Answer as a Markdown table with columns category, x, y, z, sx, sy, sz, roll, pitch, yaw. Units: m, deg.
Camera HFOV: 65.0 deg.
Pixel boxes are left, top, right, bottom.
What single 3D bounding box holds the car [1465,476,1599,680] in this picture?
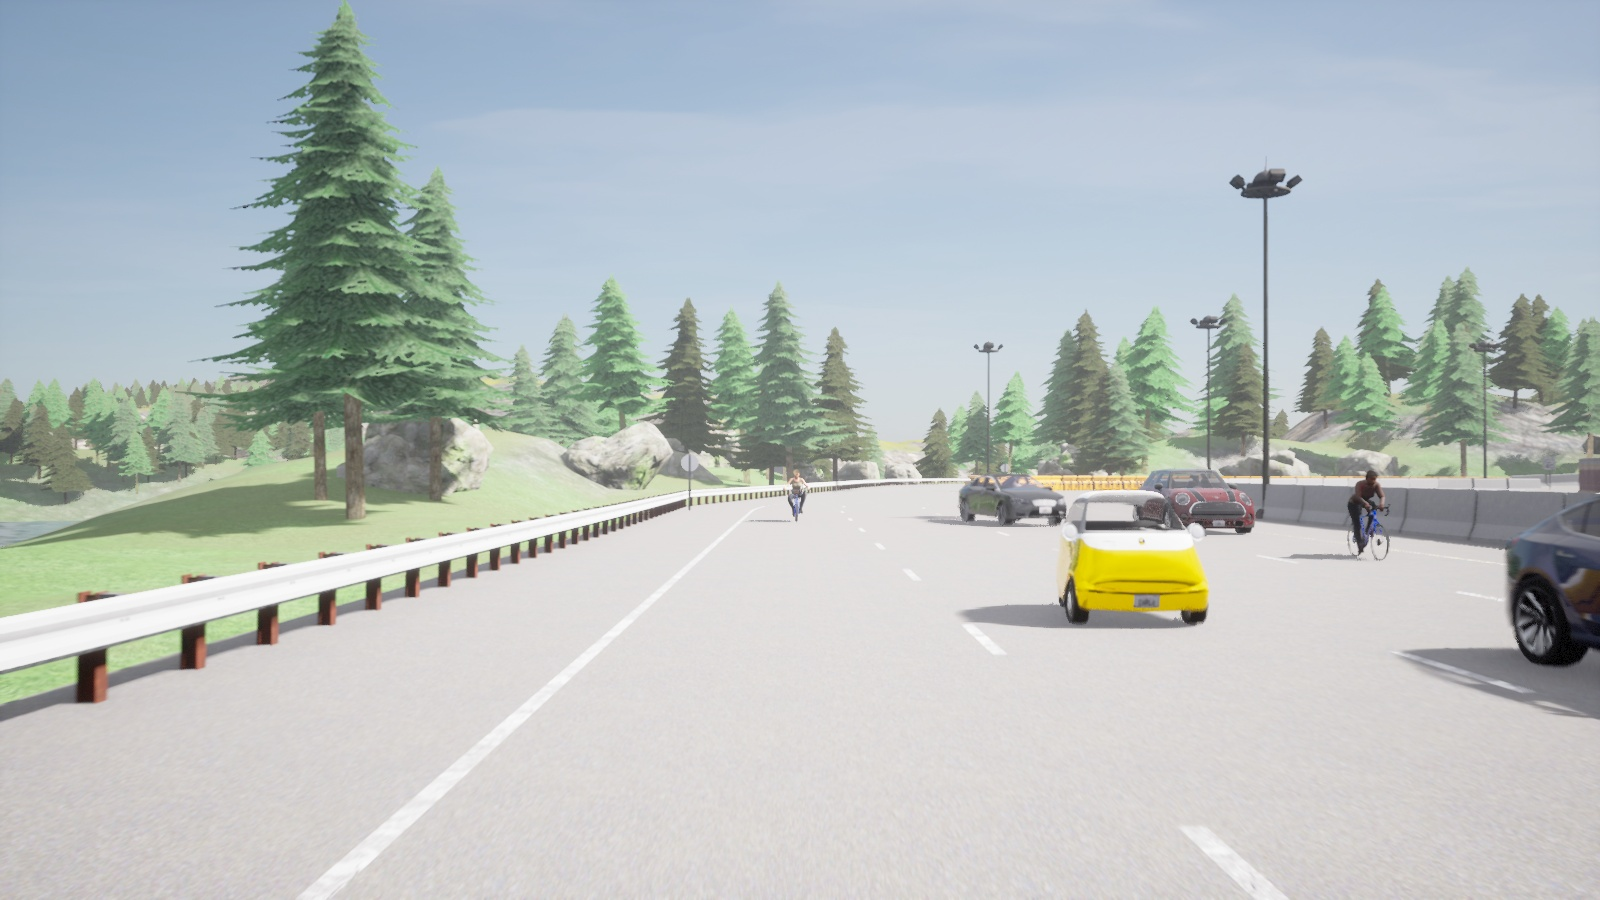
| category | x | y | z | sx | sy | sz | roll | pitch | yaw |
| --- | --- | --- | --- | --- | --- | --- | --- | --- | --- |
| car | 6.979 | 0.935 | 8.710 | 2.163 | 1.488 | 4.792 | 0 | -1 | 0 |

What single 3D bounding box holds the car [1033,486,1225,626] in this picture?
| category | x | y | z | sx | sy | sz | roll | pitch | yaw |
| --- | --- | --- | --- | --- | --- | --- | --- | --- | --- |
| car | 3.468 | 1.085 | 13.570 | 1.481 | 1.376 | 2.207 | 0 | -2 | 0 |

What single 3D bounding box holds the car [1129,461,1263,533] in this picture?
| category | x | y | z | sx | sy | sz | roll | pitch | yaw |
| --- | --- | --- | --- | --- | --- | --- | --- | --- | --- |
| car | 10.418 | 1.198 | 33.420 | 2.097 | 1.767 | 4.553 | 0 | -1 | 0 |

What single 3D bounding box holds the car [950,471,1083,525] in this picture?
| category | x | y | z | sx | sy | sz | roll | pitch | yaw |
| --- | --- | --- | --- | --- | --- | --- | --- | --- | --- |
| car | 6.368 | 1.381 | 37.546 | 2.128 | 1.511 | 4.902 | 0 | -1 | -14 |

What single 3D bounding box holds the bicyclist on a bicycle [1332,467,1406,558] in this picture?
| category | x | y | z | sx | sy | sz | roll | pitch | yaw |
| --- | --- | --- | --- | --- | --- | --- | --- | --- | --- |
| bicyclist on a bicycle | 10.444 | 1.117 | 23.107 | 0.582 | 1.620 | 1.656 | 0 | -1 | 0 |
